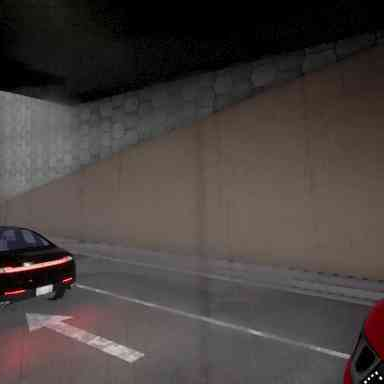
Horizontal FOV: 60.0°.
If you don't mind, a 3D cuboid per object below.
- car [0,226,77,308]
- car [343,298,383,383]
[{"bbox_3d":[-4.533,1.492,7.202,4.902,1.511,2.128,0,0,36],"label":"car"},{"bbox_3d":[3.644,1.221,1.345,5.566,2.045,2.150,0,0,35],"label":"car"}]
